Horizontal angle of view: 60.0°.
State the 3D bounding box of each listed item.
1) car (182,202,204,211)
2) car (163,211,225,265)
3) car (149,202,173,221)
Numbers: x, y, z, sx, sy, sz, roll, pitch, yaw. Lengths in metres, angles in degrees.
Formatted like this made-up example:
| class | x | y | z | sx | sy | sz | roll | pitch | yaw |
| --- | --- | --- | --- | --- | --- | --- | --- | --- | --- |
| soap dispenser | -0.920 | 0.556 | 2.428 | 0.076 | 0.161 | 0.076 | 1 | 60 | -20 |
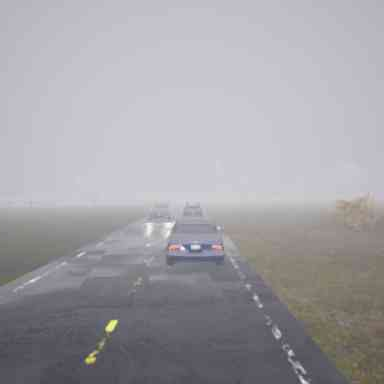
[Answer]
| class | x | y | z | sx | sy | sz | roll | pitch | yaw |
| --- | --- | --- | --- | --- | --- | --- | --- | --- | --- |
| car | 0.092 | 1.707 | 32.260 | 2.128 | 1.511 | 4.902 | 0 | 0 | 0 |
| car | 0.096 | 1.626 | 11.913 | 2.033 | 1.411 | 5.357 | 0 | 0 | 0 |
| car | -2.757 | 1.700 | 30.043 | 1.837 | 1.490 | 4.892 | 0 | 0 | 0 |
